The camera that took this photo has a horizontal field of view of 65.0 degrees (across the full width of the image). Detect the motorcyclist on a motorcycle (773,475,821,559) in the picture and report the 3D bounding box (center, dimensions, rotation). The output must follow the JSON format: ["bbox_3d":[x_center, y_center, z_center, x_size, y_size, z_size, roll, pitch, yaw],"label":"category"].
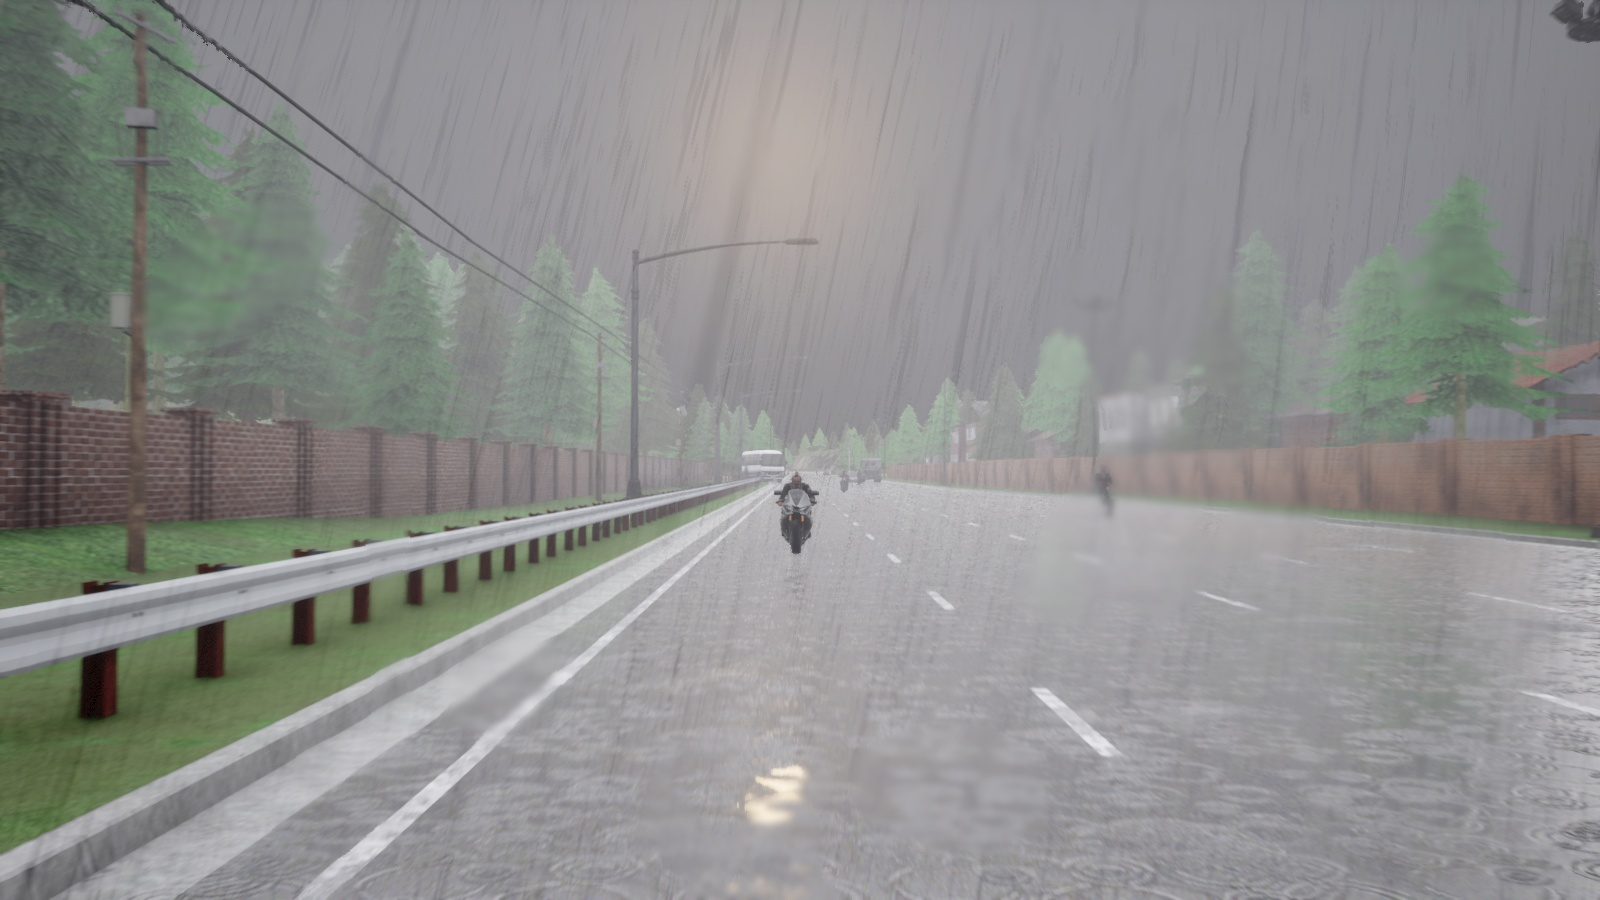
[{"bbox_3d":[-0.059,1.255,24.276,0.866,1.530,2.191,0,-1,0],"label":"motorcyclist on a motorcycle"}]
